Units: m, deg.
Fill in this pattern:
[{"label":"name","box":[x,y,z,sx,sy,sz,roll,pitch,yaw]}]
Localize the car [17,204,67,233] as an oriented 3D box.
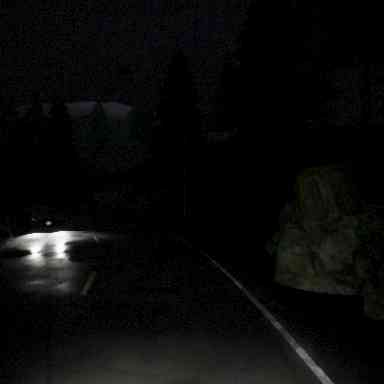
[{"label":"car","box":[-8.527,1.404,18.735,1.994,1.385,4.181,0,1,-36]}]
